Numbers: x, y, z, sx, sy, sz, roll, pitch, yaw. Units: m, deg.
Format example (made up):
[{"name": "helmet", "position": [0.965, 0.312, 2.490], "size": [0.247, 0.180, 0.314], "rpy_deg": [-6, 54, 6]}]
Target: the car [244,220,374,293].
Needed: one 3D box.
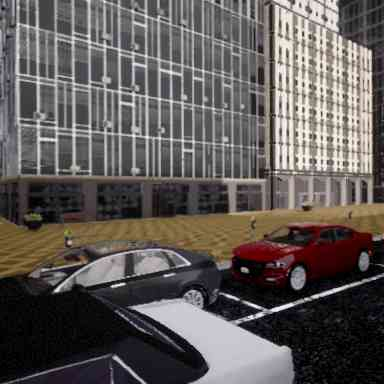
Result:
[{"name": "car", "position": [3.007, 1.478, 8.717], "size": [4.507, 1.381, 1.887], "rpy_deg": [-1, 0, -36]}]

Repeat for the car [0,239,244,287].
[{"name": "car", "position": [-1.492, 1.534, 5.499], "size": [4.403, 1.369, 2.008], "rpy_deg": [-1, 0, -36]}]

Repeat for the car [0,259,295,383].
[{"name": "car", "position": [-1.497, 1.601, 2.312], "size": [4.718, 1.301, 1.895], "rpy_deg": [-1, 0, -36]}]
